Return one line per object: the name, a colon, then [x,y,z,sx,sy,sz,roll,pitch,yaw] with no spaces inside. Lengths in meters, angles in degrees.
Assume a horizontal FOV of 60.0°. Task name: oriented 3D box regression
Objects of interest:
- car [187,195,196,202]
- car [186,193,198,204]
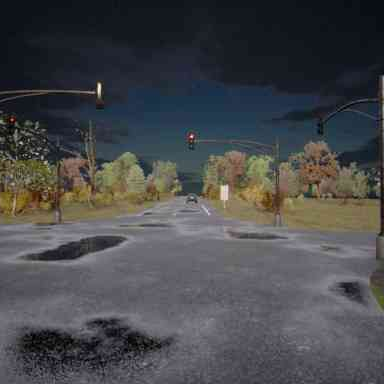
car: [-0.003,1.464,78.020,2.033,1.411,5.357,0,0,0]
car: [-0.002,1.291,67.629,2.150,2.045,5.566,0,0,0]
